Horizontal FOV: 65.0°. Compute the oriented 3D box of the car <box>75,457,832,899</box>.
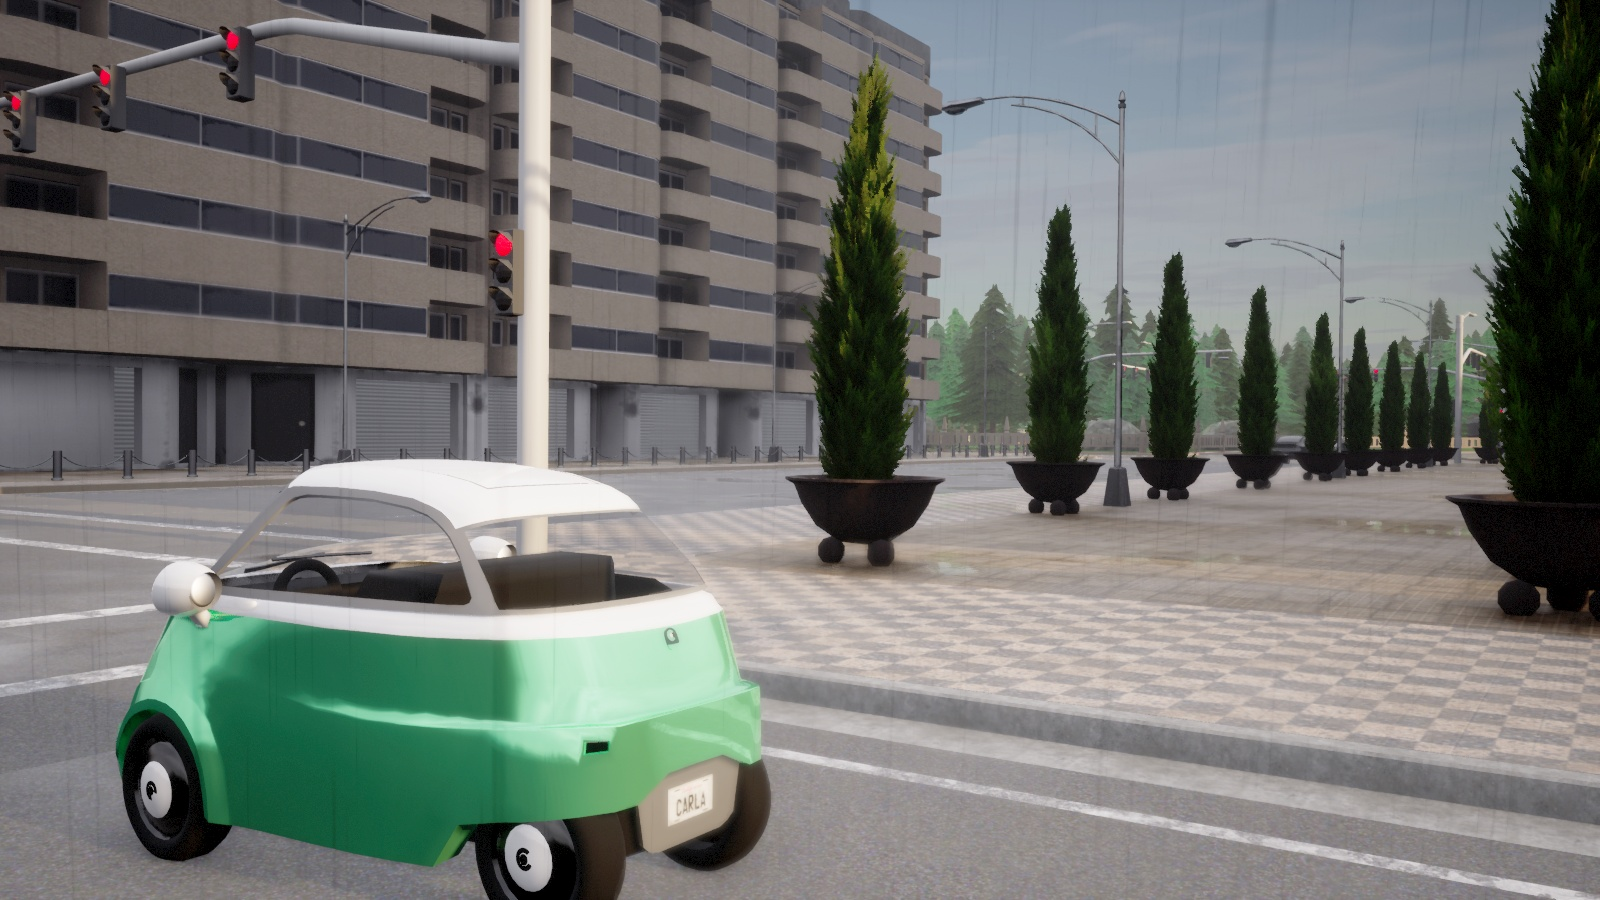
[{"bbox_3d":[-1.218,0.737,4.433,2.207,1.376,1.481,0,1,34],"label":"car"}]

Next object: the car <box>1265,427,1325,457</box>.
[{"bbox_3d":[25.735,-0.442,65.164,1.837,1.490,4.892,0,1,34],"label":"car"}]
